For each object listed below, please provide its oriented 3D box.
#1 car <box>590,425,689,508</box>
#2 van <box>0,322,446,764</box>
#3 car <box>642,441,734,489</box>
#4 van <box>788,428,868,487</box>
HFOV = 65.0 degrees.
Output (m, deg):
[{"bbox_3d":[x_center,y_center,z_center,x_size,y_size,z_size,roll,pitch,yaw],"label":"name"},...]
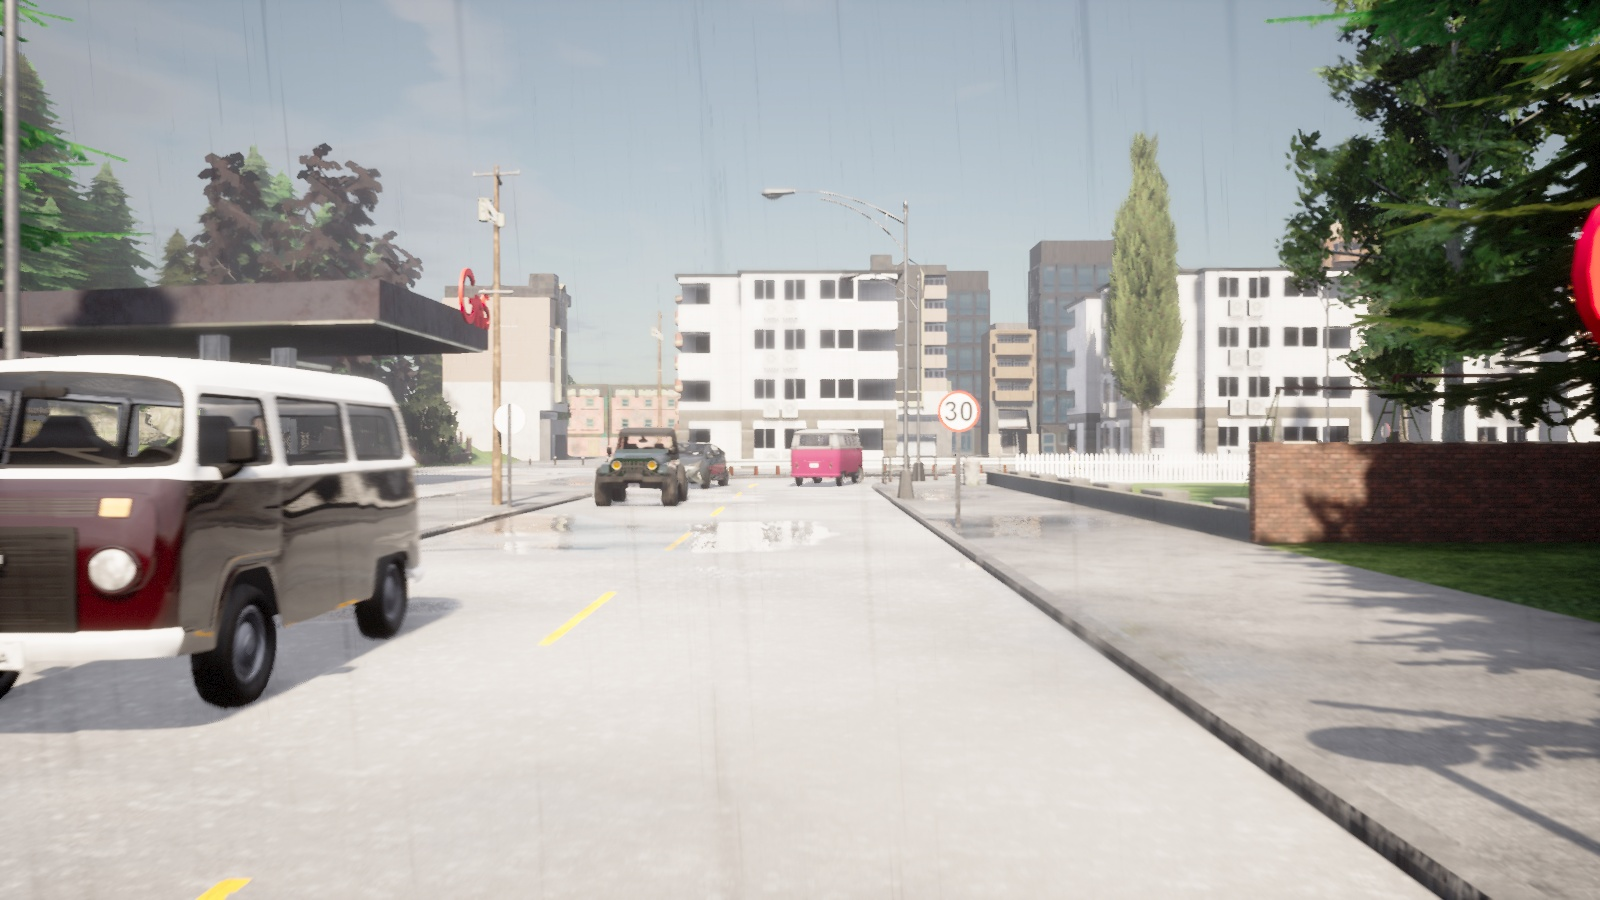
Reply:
[{"bbox_3d":[-3.825,0.367,30.532,1.905,1.878,3.866,0,0,0],"label":"car"},{"bbox_3d":[-3.942,0.423,8.036,2.069,2.038,4.480,0,0,0],"label":"van"},{"bbox_3d":[-3.649,0.455,41.820,2.007,1.525,4.514,0,0,9],"label":"car"},{"bbox_3d":[1.058,0.250,44.467,1.775,1.987,4.442,0,0,16],"label":"van"}]
